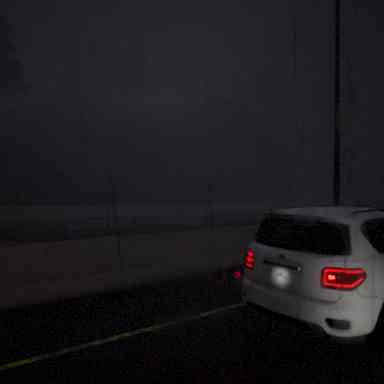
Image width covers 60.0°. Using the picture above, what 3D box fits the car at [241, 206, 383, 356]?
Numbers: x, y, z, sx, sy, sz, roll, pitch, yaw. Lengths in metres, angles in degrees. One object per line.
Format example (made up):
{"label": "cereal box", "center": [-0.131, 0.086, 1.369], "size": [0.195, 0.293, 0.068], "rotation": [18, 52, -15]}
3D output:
{"label": "car", "center": [3.393, 1.300, 6.428], "size": [5.566, 2.045, 2.150], "rotation": [1, 0, -38]}
